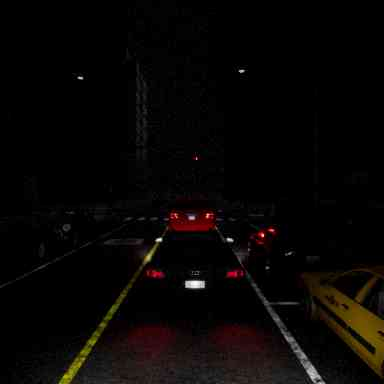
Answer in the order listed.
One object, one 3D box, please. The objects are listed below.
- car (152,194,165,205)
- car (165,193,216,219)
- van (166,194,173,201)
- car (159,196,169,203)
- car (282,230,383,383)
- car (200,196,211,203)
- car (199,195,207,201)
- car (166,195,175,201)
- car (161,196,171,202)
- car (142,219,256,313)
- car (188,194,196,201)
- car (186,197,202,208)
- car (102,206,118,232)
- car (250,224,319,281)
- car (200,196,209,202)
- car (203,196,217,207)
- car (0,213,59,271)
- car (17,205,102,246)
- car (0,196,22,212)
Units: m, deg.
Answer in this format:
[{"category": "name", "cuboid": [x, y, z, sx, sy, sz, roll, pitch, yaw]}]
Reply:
[{"category": "car", "cuboid": [-5.773, 1.329, 57.940, 2.192, 1.841, 5.009, 0, 0, 0]}, {"category": "car", "cuboid": [0.000, 1.223, 17.169, 2.150, 2.045, 5.566, 0, 0, 0]}, {"category": "van", "cuboid": [-5.778, 1.372, 85.128, 1.690, 1.788, 3.998, 0, 0, 0]}, {"category": "car", "cuboid": [-5.775, 1.602, 68.815, 1.802, 1.307, 4.206, 0, 0, 0]}, {"category": "car", "cuboid": [2.761, 1.525, 4.335, 1.752, 1.417, 4.829, 0, 0, 0]}, {"category": "car", "cuboid": [2.751, 1.571, 68.816, 2.008, 1.369, 4.403, 0, 0, 0]}, {"category": "car", "cuboid": [2.748, 1.556, 85.299, 1.752, 1.417, 4.829, 0, 0, 0]}, {"category": "car", "cuboid": [-5.778, 1.585, 90.566, 2.008, 1.369, 4.403, 0, 0, 0]}, {"category": "car", "cuboid": [-5.776, 1.548, 74.083, 1.752, 1.417, 4.829, 0, 0, 0]}, {"category": "car", "cuboid": [0.058, 1.564, 7.749, 1.994, 1.385, 4.181, 0, 0, 0]}, {"category": "car", "cuboid": [-0.015, 1.389, 89.001, 2.097, 1.767, 4.553, 0, 0, 0]}, {"category": "car", "cuboid": [0.235, 1.557, 48.946, 2.033, 1.411, 5.357, 0, 0, -2]}, {"category": "car", "cuboid": [-5.767, 1.527, 20.362, 1.752, 1.417, 4.829, 0, 0, 0]}, {"category": "car", "cuboid": [2.760, 1.566, 9.622, 1.947, 1.339, 4.313, 0, 0, 0]}, {"category": "car", "cuboid": [2.750, 1.568, 74.254, 1.887, 1.381, 4.507, 0, 0, 0]}, {"category": "car", "cuboid": [2.753, 1.452, 52.504, 1.967, 1.590, 4.097, 0, 0, 0]}, {"category": "car", "cuboid": [-5.766, 1.545, 9.618, 1.887, 1.381, 4.507, 0, 0, 0]}, {"category": "car", "cuboid": [-5.766, 1.441, 15.075, 1.967, 1.590, 4.097, 0, 0, 0]}, {"category": "car", "cuboid": [-17.924, 1.171, 31.989, 4.902, 1.511, 2.128, 1, 0, 0]}]
